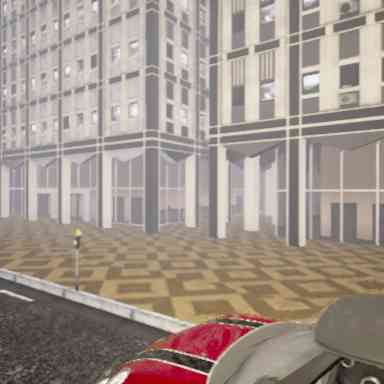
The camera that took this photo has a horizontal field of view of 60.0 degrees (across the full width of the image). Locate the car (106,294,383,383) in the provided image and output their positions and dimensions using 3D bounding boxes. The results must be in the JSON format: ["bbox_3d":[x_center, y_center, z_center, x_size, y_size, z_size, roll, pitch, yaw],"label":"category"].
[{"bbox_3d":[1.176,1.440,2.040,4.097,1.590,1.967,0,0,35],"label":"car"}]
